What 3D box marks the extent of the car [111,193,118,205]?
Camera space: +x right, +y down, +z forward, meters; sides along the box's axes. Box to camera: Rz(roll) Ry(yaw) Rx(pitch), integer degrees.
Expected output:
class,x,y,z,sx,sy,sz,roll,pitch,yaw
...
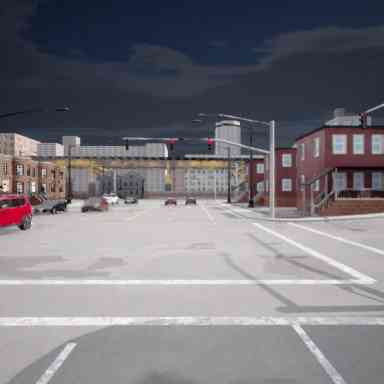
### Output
class,x,y,z,sx,sy,sz,roll,pitch,yaw
car,-14.226,1.224,57.049,2.150,2.045,5.566,0,0,0

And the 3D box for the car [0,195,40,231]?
class,x,y,z,sx,sy,sz,roll,pitch,yaw
car,-10.650,1.221,17.790,2.150,2.045,5.566,0,0,0

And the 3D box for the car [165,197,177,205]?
class,x,y,z,sx,sy,sz,roll,pitch,yaw
car,-3.565,1.526,56.764,1.812,1.442,4.674,0,0,0

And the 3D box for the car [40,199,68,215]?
class,x,y,z,sx,sy,sz,roll,pitch,yaw
car,-14.198,1.491,33.709,2.128,1.511,4.902,0,0,0

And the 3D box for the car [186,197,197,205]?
class,x,y,z,sx,sy,sz,roll,pitch,yaw
car,-0.170,1.526,58.582,1.812,1.442,4.674,0,0,0

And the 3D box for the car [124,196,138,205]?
class,x,y,z,sx,sy,sz,roll,pitch,yaw
car,-10.718,1.492,58.565,2.128,1.511,4.902,0,0,0

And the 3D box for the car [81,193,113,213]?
class,x,y,z,sx,sy,sz,roll,pitch,yaw
car,-10.705,1.351,36.934,2.097,1.767,4.553,0,0,0
